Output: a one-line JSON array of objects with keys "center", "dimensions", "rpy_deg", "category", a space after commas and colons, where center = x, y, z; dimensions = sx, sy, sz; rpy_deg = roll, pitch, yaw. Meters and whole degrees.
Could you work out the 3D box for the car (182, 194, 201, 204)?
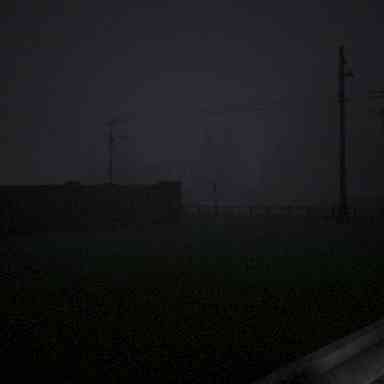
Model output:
[{"center": [-0.939, 1.024, 50.026], "dimensions": [4.674, 1.442, 1.812], "rpy_deg": [-1, 1, 22], "category": "car"}]
